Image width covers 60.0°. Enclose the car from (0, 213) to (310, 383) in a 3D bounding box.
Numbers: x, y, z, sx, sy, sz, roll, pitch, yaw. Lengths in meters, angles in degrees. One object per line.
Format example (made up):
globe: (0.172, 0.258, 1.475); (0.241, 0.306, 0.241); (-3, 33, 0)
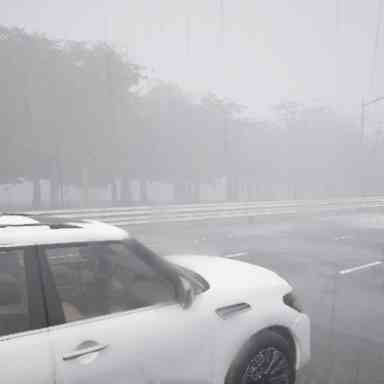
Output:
car: (-1.360, 1.216, 2.902); (5.566, 2.045, 2.150); (-1, 0, -36)
